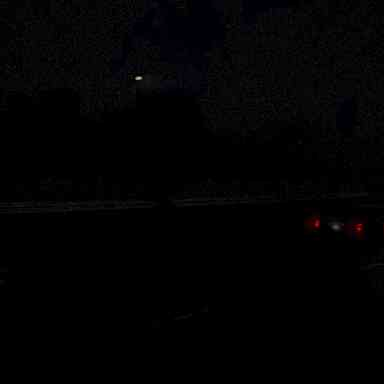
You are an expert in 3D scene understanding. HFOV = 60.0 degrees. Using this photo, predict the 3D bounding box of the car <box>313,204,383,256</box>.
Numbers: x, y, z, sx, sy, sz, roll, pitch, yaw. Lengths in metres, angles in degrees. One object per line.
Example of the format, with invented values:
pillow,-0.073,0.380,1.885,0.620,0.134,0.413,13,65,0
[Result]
car,6.782,1.231,12.822,4.553,1.767,2.097,-1,0,-34
